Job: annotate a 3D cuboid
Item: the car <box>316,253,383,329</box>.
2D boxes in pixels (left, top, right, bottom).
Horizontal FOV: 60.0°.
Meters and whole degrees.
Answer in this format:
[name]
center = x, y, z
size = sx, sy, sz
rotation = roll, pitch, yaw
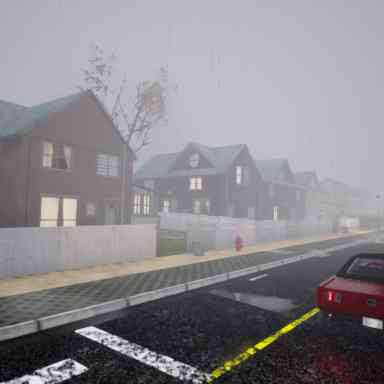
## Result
[car]
center = 4.393, 1.989, 7.200
size = 1.895, 1.301, 4.718
rotation = -1, -4, 39
